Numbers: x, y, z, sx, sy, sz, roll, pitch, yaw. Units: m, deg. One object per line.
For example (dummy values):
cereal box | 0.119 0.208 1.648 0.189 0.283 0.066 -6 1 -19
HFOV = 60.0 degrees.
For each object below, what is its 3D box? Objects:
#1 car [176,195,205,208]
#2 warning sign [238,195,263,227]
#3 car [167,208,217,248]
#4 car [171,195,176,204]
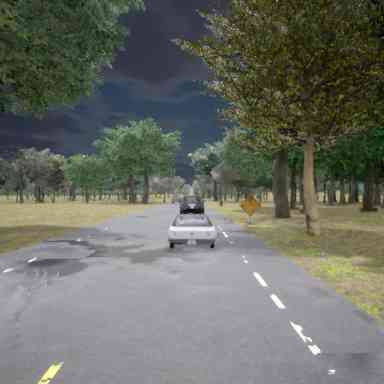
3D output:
car | 0.000 1.306 29.687 2.150 2.045 5.566 0 0 0
warning sign | 3.564 1.118 20.331 1.300 1.860 1.060 1 1 0
car | 0.000 1.615 14.682 1.895 1.301 4.718 0 0 0
car | -3.499 1.757 75.904 2.150 2.045 5.566 0 -1 0
